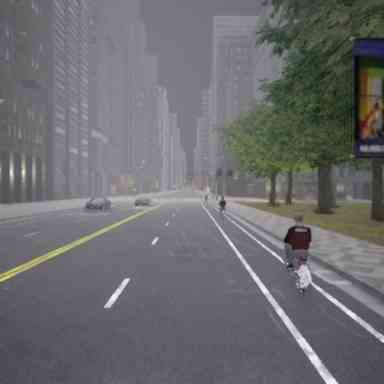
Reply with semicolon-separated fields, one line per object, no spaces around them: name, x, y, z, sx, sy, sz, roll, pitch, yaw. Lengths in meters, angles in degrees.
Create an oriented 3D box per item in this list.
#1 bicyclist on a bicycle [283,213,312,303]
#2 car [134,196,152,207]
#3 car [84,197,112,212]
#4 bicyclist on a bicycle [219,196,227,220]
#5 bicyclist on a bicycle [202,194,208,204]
bicyclist on a bicycle;2.237;1.325;7.196;0.659;1.776;1.843;0;0;0
car;-6.580;1.286;45.184;2.033;1.411;5.357;0;0;0
car;-9.841;1.265;35.141;1.882;1.535;5.008;0;0;0
bicyclist on a bicycle;2.324;1.213;25.286;0.659;1.776;1.843;0;1;-1
bicyclist on a bicycle;2.305;1.157;52.909;0.582;1.620;1.656;0;0;-1
